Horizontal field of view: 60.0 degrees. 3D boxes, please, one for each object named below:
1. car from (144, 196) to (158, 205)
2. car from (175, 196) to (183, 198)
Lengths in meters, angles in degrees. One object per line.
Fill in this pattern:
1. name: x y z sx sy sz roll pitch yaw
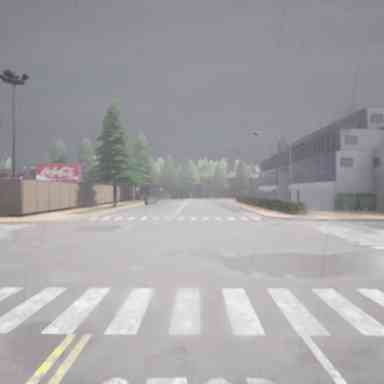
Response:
1. car: -6.665 1.439 54.880 2.128 1.511 4.902 0 1 0
2. car: -2.583 1.315 81.684 1.994 1.385 4.181 0 0 24
